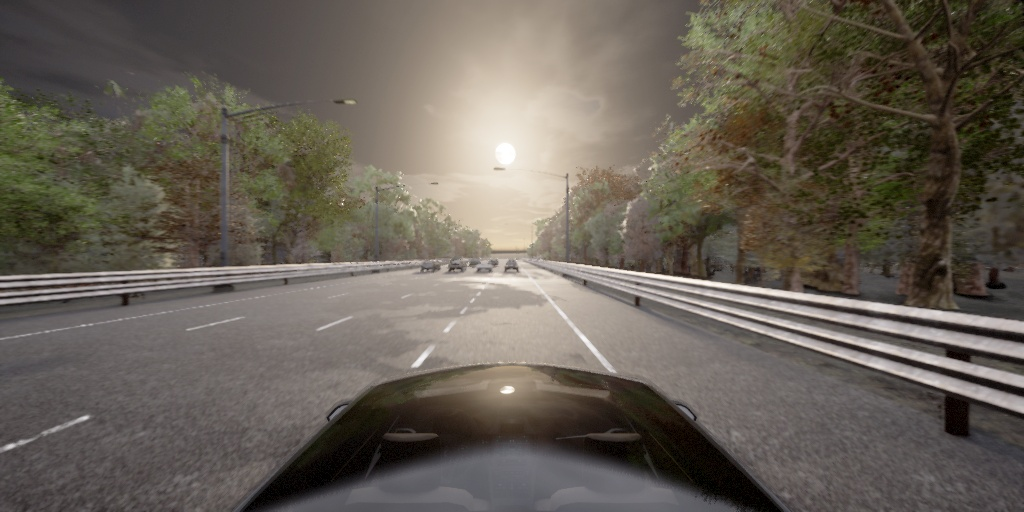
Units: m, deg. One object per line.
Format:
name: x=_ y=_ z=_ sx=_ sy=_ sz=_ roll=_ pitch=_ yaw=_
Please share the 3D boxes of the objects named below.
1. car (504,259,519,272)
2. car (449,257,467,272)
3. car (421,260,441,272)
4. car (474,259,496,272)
car: x=-0.045 y=1.387 z=47.279 sx=1.895 sy=1.301 sz=4.718 roll=0 pitch=0 yaw=0
car: x=-7.044 y=1.288 z=46.953 sx=1.837 sy=1.490 sz=4.892 roll=0 pitch=0 yaw=0
car: x=-10.544 y=1.272 z=46.957 sx=2.128 sy=1.511 sz=4.902 roll=0 pitch=0 yaw=0
car: x=-3.545 y=1.385 z=47.276 sx=1.895 sy=1.301 sz=4.718 roll=0 pitch=0 yaw=0
